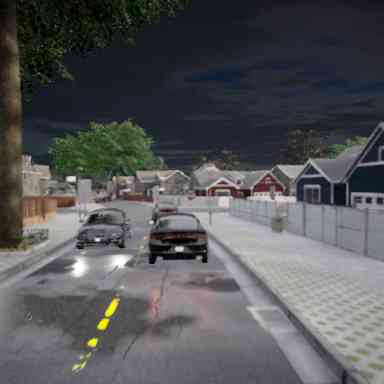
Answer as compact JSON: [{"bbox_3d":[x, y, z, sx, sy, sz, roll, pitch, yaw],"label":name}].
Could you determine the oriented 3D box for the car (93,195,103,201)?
[{"bbox_3d":[-24.921,1.516,88.200,1.812,1.442,4.674,-1,0,-24],"label":"car"}]

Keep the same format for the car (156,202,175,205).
[{"bbox_3d":[-1.935,1.513,23.963,1.837,1.490,4.892,0,0,-8],"label":"car"}]

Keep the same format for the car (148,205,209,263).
[{"bbox_3d":[-0.545,1.475,12.055,1.882,1.535,5.008,0,0,-4],"label":"car"}]

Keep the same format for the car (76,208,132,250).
[{"bbox_3d":[-3.690,1.514,14.565,1.837,1.490,4.892,0,0,-6],"label":"car"}]

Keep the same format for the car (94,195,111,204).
[{"bbox_3d":[-18.801,1.683,69.444,1.994,1.385,4.181,-1,0,-25],"label":"car"}]
